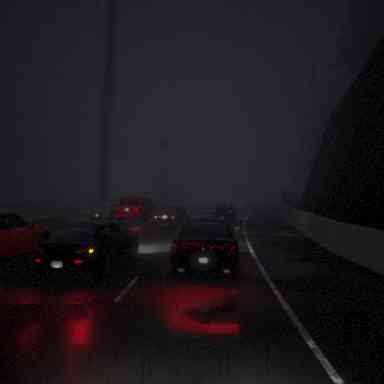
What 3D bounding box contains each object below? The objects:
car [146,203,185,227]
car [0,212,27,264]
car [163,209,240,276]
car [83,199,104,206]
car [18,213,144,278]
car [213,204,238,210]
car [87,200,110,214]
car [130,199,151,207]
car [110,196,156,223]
[{"bbox_3d":[-1.401,1.729,24.346,2.033,1.411,5.357,0,0,10],"label":"car"},{"bbox_3d":[-6.495,1.434,10.948,2.097,1.767,4.553,0,0,5],"label":"car"},{"bbox_3d":[0.510,1.559,10.761,1.882,1.535,5.008,0,0,5],"label":"car"},{"bbox_3d":[-19.422,2.045,65.717,1.994,1.385,4.181,0,0,20],"label":"car"},{"bbox_3d":[-3.044,1.604,10.320,1.812,1.442,4.674,0,-1,5],"label":"car"},{"bbox_3d":[2.749,1.697,27.548,2.128,1.511,4.902,0,0,11],"label":"car"},{"bbox_3d":[-7.484,1.749,29.920,1.812,1.442,4.674,0,0,11],"label":"car"},{"bbox_3d":[-9.576,1.988,62.093,1.812,1.442,4.674,0,0,20],"label":"car"},{"bbox_3d":[-4.385,1.429,27.505,2.150,2.045,5.566,0,0,10],"label":"car"}]
